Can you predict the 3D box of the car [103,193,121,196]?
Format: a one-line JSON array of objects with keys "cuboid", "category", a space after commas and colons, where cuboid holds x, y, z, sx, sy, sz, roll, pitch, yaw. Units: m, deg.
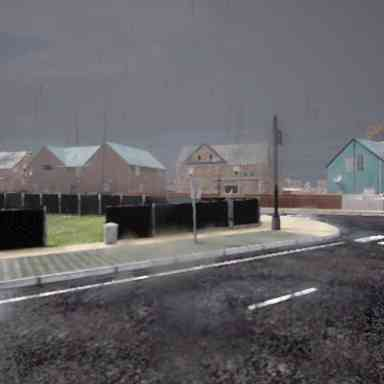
[{"cuboid": [-6.640, 0.878, 28.823, 5.008, 1.535, 1.882, 1, 1, 19], "category": "car"}]
